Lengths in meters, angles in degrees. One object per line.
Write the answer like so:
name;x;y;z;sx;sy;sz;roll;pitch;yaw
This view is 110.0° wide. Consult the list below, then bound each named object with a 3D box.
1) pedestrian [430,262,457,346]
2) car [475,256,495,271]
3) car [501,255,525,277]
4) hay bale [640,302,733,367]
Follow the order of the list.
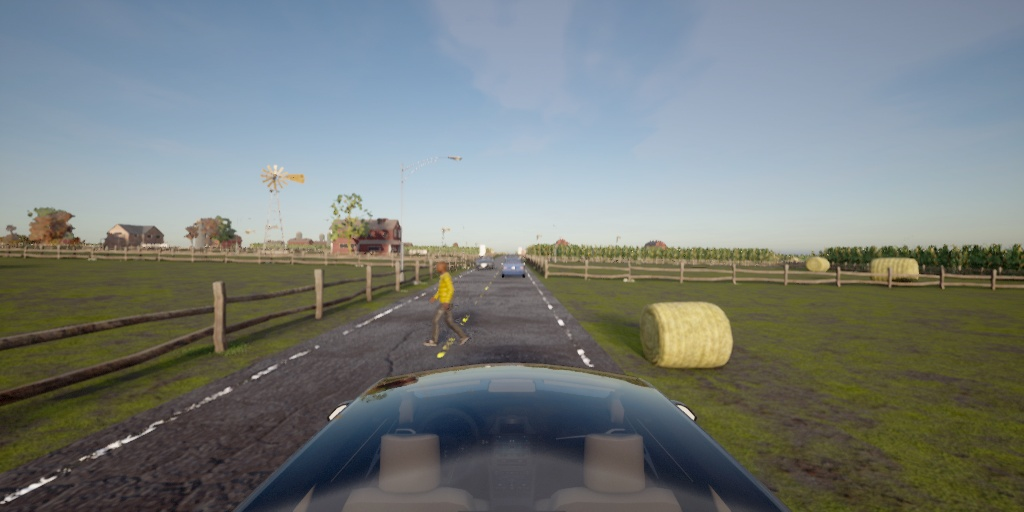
pedestrian;-1.435;0.960;7.534;0.375;1.860;0.375;1;0;-2
car;-2.816;0.731;38.370;2.128;1.511;4.902;0;1;0
car;0.108;0.912;29.299;2.033;1.411;5.357;0;1;0
hay bale;3.128;1.336;6.581;1.220;1.180;1.240;0;0;0
